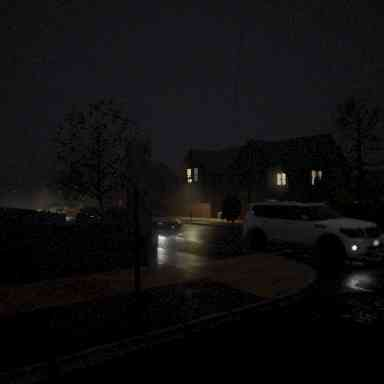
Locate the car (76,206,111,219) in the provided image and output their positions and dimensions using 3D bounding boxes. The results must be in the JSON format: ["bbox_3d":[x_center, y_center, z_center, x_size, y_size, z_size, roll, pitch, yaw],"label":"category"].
[{"bbox_3d":[-10.258,2.273,33.651,1.837,1.490,4.892,-1,-1,-36],"label":"car"}]

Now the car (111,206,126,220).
[{"bbox_3d":[-8.361,2.221,36.055,1.882,1.535,5.008,-1,-1,-36],"label":"car"}]

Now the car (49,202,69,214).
[{"bbox_3d":[-22.270,2.665,55.415,2.097,1.767,4.553,-1,0,-35],"label":"car"}]

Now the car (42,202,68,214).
[{"bbox_3d":[-19.304,2.466,46.408,2.150,2.045,5.566,-1,-1,-36],"label":"car"}]

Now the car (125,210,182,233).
[{"bbox_3d":[-2.564,1.982,22.914,1.812,1.442,4.674,-1,0,-36],"label":"car"}]

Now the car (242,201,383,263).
[{"bbox_3d":[4.433,1.392,13.166,2.150,2.045,5.566,-1,-1,-36],"label":"car"}]
